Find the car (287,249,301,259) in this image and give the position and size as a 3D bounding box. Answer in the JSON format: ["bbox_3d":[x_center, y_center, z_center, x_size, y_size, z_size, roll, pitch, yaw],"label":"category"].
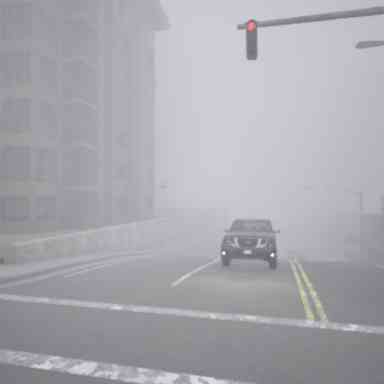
[{"bbox_3d":[16.177,9.914,52.140,2.150,2.045,5.566,0,-6,15],"label":"car"}]

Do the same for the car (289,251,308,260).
[{"bbox_3d":[13.635,8.654,42.207,1.837,1.490,4.892,-1,-11,15],"label":"car"}]

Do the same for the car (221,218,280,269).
[{"bbox_3d":[2.757,2.183,15.056,2.150,2.045,5.566,-1,-6,15],"label":"car"}]
